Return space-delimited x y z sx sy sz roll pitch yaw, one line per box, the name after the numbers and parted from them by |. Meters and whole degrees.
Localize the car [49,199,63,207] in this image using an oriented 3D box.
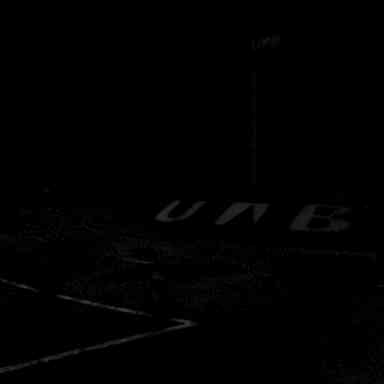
-27.643 2.615 70.574 4.792 1.488 2.163 -4 -2 40 | car

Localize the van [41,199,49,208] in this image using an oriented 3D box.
-31.952 2.652 74.179 4.442 1.987 1.878 -4 -2 40 | van

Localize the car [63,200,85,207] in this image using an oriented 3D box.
-23.423 2.339 67.064 4.674 1.452 2.002 -4 -4 40 | car

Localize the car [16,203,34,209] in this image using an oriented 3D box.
-40.311 3.488 81.178 4.674 1.452 2.002 -4 -2 40 | car
